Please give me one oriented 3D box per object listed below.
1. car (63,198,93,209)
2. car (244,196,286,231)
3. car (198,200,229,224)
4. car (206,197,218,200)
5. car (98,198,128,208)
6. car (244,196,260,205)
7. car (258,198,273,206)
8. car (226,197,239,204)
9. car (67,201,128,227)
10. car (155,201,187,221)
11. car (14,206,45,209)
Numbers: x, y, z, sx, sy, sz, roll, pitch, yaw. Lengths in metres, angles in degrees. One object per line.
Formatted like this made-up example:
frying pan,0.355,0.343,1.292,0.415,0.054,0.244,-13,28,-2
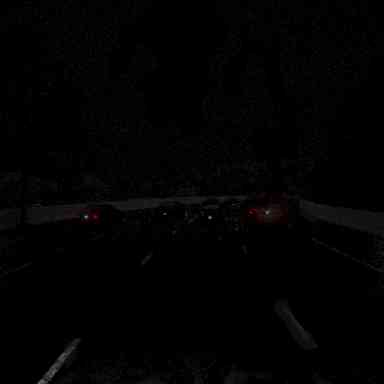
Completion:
car,-15.831,1.582,46.239,1.994,1.385,4.181,0,0,14
car,4.532,1.244,21.031,2.150,2.045,5.566,0,0,7
car,1.568,1.547,25.000,1.812,1.442,4.674,0,0,8
car,3.813,1.618,62.751,1.994,1.385,4.181,0,0,21
car,-11.556,1.573,48.918,2.033,1.411,5.357,0,0,15
car,11.429,1.554,63.179,2.128,1.511,4.902,0,0,22
car,12.599,1.660,56.854,1.895,1.301,4.718,0,0,20
car,7.557,1.623,62.780,1.994,1.385,4.181,0,0,21
car,-6.080,1.559,22.679,2.033,1.411,5.357,0,0,8
car,-1.648,1.498,27.410,1.882,1.535,5.008,0,0,9
car,-20.420,1.514,41.761,1.837,1.490,4.892,0,0,12
